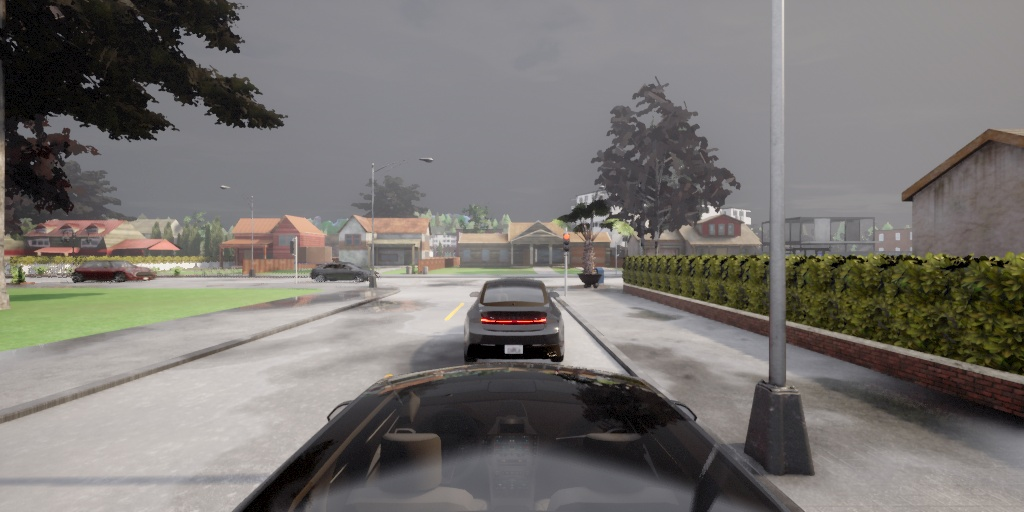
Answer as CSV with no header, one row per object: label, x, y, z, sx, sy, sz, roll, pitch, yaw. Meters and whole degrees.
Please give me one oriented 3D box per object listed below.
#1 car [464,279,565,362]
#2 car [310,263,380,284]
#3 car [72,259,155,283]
car,0.052,1.255,8.187,1.837,1.490,4.892,0,0,1
car,-12.382,1.255,26.746,4.892,1.490,1.837,0,-1,2
car,-29.649,1.102,26.817,4.553,1.767,2.097,0,0,0
